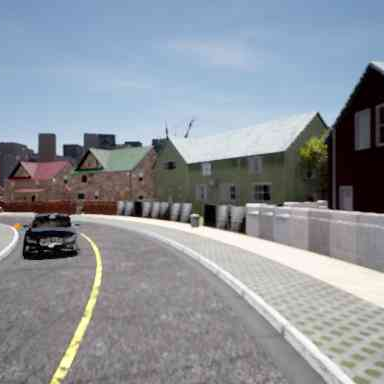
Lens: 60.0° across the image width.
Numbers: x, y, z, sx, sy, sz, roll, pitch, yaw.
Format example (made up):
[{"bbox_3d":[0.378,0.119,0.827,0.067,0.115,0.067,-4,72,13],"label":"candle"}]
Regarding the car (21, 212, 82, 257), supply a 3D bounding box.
[{"bbox_3d":[-5.768,1.643,13.776,1.837,1.490,4.892,1,-1,-22],"label":"car"}]
